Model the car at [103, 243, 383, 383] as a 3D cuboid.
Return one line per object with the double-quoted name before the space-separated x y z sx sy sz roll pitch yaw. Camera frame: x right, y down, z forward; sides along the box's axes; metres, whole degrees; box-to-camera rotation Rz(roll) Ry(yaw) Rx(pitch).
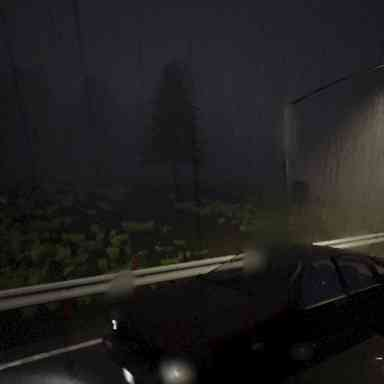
"car" 1.512 1.544 5.026 5.357 1.411 2.033 0 0 -35
